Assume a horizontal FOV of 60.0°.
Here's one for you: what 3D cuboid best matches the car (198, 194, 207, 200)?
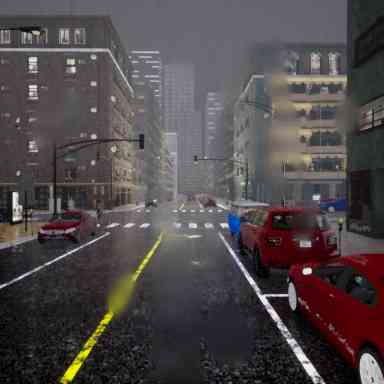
[{"bbox_3d":[2.636,1.557,64.720,1.887,1.381,4.507,0,0,0],"label":"car"}]

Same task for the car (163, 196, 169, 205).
[{"bbox_3d":[-5.741,1.575,59.203,1.947,1.339,4.313,0,0,0],"label":"car"}]

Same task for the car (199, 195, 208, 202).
[{"bbox_3d":[2.645,1.572,53.673,1.947,1.339,4.313,0,0,0],"label":"car"}]

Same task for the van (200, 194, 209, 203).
[{"bbox_3d":[2.630,1.357,70.243,1.690,1.788,3.998,0,0,0],"label":"van"}]

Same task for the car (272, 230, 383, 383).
[{"bbox_3d":[2.681,1.544,4.699,1.887,1.381,4.507,0,0,0],"label":"car"}]

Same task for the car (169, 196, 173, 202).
[{"bbox_3d":[-5.753,1.564,75.773,1.887,1.381,4.507,0,0,0],"label":"car"}]

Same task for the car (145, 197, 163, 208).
[{"bbox_3d":[-5.732,1.569,48.156,1.947,1.339,4.313,0,0,0],"label":"car"}]

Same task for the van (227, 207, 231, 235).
[{"bbox_3d":[2.671,1.340,15.755,1.690,1.788,3.998,0,0,0],"label":"van"}]

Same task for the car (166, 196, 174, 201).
[{"bbox_3d":[-5.761,1.610,86.820,1.802,1.307,4.206,0,0,0],"label":"car"}]

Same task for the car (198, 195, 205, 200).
[{"bbox_3d":[2.615,1.558,92.507,1.752,1.417,4.829,-1,0,0],"label":"car"}]

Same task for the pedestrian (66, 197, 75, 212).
[{"bbox_3d":[-7.792,1.142,21.509,0.375,1.860,0.375,0,0,0],"label":"pedestrian"}]

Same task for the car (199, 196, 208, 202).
[{"bbox_3d":[2.628,1.585,75.767,1.947,1.339,4.313,0,0,0],"label":"car"}]

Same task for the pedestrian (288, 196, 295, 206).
[{"bbox_3d":[6.027,1.139,20.276,0.375,1.860,0.375,0,0,0],"label":"pedestrian"}]

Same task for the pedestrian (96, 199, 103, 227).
[{"bbox_3d":[-5.823,1.292,20.940,0.375,1.860,0.375,0,0,0],"label":"pedestrian"}]

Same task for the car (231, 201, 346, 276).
[{"bbox_3d":[2.675,1.314,10.228,2.192,1.841,5.009,0,0,0],"label":"car"}]

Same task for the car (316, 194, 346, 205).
[{"bbox_3d":[14.918,1.226,32.718,5.008,1.535,1.882,-1,0,0],"label":"car"}]

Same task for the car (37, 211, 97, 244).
[{"bbox_3d":[-5.708,1.581,15.750,1.802,1.307,4.206,0,0,0],"label":"car"}]

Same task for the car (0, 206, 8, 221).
[{"bbox_3d":[-17.629,1.809,29.259,4.181,1.385,1.994,-1,0,0],"label":"car"}]

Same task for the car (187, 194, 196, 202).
[{"bbox_3d":[-0.058,1.368,77.574,2.097,1.767,4.553,0,0,0],"label":"car"}]

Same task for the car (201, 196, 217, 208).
[{"bbox_3d":[2.649,1.585,48.150,1.802,1.307,4.206,0,0,0],"label":"car"}]

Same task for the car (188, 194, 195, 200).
[{"bbox_3d":[-0.064,1.339,87.609,1.882,1.535,5.008,0,0,0],"label":"car"}]
